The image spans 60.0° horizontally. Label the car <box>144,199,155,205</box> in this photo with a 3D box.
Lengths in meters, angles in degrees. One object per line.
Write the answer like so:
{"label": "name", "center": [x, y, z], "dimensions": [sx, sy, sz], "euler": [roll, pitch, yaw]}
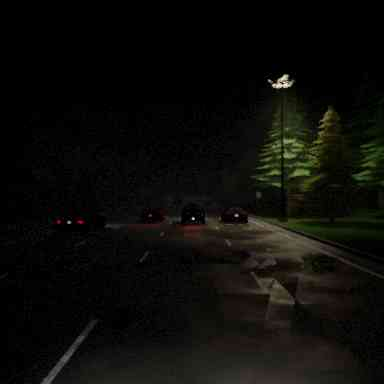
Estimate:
{"label": "car", "center": [-10.508, 2.354, 81.861], "dimensions": [2.033, 1.411, 5.357], "euler": [0, -1, 0]}

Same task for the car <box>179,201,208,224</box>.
{"label": "car", "center": [0.097, 1.816, 28.048], "dimensions": [1.837, 1.490, 4.892], "euler": [0, -1, 0]}

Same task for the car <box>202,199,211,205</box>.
{"label": "car", "center": [3.492, 2.366, 81.862], "dimensions": [1.994, 1.385, 4.181], "euler": [0, -1, 0]}

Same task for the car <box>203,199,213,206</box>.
{"label": "car", "center": [3.493, 2.382, 71.890], "dimensions": [1.895, 1.301, 4.718], "euler": [0, -1, 0]}

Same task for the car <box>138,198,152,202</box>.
{"label": "car", "center": [-10.507, 2.146, 72.248], "dimensions": [2.097, 1.767, 4.553], "euler": [0, -1, 0]}

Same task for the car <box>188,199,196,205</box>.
{"label": "car", "center": [-0.008, 2.409, 81.891], "dimensions": [1.895, 1.301, 4.718], "euler": [0, -1, 0]}

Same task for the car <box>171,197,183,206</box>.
{"label": "car", "center": [-3.507, 2.351, 72.243], "dimensions": [1.994, 1.385, 4.181], "euler": [0, -1, 0]}

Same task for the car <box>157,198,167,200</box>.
{"label": "car", "center": [-7.007, 2.315, 72.277], "dimensions": [1.812, 1.442, 4.674], "euler": [0, -1, 0]}

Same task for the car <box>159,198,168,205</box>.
{"label": "car", "center": [-7.008, 2.296, 82.278], "dimensions": [1.882, 1.535, 5.008], "euler": [0, -1, 0]}

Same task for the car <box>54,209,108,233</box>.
{"label": "car", "center": [-6.901, 1.783, 21.183], "dimensions": [2.033, 1.411, 5.357], "euler": [0, -1, 0]}

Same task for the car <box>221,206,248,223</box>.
{"label": "car", "center": [3.597, 1.883, 28.838], "dimensions": [1.994, 1.385, 4.181], "euler": [0, -1, 0]}

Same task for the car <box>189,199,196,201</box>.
{"label": "car", "center": [-0.007, 2.382, 71.890], "dimensions": [1.895, 1.301, 4.718], "euler": [0, -1, 0]}

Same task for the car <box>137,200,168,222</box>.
{"label": "car", "center": [-3.403, 1.808, 29.806], "dimensions": [1.882, 1.535, 5.008], "euler": [0, -1, 0]}
